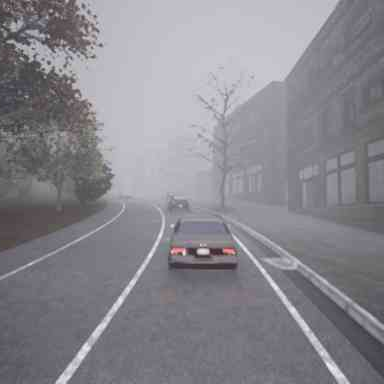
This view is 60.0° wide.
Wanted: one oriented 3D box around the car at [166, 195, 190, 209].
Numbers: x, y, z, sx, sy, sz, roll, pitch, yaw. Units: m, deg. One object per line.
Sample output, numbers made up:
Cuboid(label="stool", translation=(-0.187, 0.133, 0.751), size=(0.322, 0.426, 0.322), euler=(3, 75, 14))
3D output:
Cuboid(label="car", translation=(-1.329, 0.958, 30.388), size=(1.812, 1.442, 4.674), euler=(1, 1, -9))

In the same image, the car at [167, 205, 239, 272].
Cuboid(label="car", translation=(0.267, 1.367, 10.156), size=(2.033, 1.411, 5.357), euler=(0, 1, 0))

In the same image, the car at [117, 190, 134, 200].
Cuboid(label="car", translation=(-10.306, 0.424, 51.396), size=(1.812, 1.442, 4.674), euler=(2, 0, -20))
